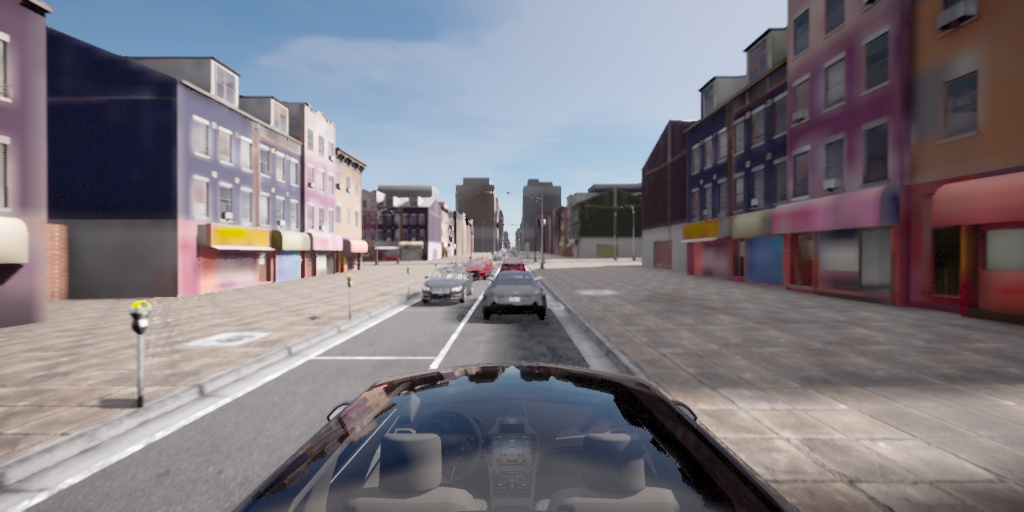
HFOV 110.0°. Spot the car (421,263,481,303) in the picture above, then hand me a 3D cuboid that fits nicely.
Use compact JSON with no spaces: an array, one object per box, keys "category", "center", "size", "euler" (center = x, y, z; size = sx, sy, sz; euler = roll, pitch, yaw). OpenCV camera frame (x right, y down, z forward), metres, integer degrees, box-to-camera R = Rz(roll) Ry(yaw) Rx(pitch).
[{"category":"car","center":[-2.637,1.130,15.367],"size":[2.007,1.370,4.403],"euler":[0,0,0]}]

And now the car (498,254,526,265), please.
[{"category":"car","center":[0.084,0.825,28.764],"size":[1.882,1.535,5.008],"euler":[0,1,0]}]

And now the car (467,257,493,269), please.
[{"category":"car","center":[-2.636,0.938,26.440],"size":[1.888,1.381,4.507],"euler":[0,0,0]}]

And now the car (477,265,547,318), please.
[{"category":"car","center":[0.078,1.186,12.304],"size":[1.994,1.385,4.181],"euler":[0,1,0]}]

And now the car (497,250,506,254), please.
[{"category":"car","center":[-2.635,0.061,64.606],"size":[2.007,1.370,4.403],"euler":[0,0,0]}]

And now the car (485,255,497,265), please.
[{"category":"car","center":[-2.636,0.829,31.975],"size":[1.888,1.381,4.507],"euler":[0,0,0]}]

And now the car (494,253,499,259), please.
[{"category":"car","center":[-2.636,0.690,37.341],"size":[1.751,1.417,4.829],"euler":[0,0,0]}]
